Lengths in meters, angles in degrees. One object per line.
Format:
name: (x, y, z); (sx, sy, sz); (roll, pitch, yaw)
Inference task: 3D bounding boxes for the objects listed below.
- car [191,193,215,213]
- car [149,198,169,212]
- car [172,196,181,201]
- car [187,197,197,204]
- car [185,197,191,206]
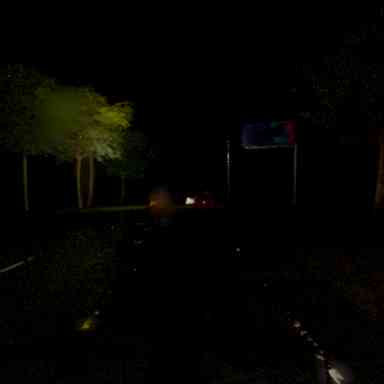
car: (1.192, 1.123, 35.405); (2.150, 2.045, 5.566); (0, 0, 0)
car: (-3.627, 1.385, 37.202); (1.882, 1.535, 5.008); (0, 0, 0)
car: (-3.573, 1.661, 77.895); (1.882, 1.535, 5.008); (0, -1, 0)
car: (-0.065, 1.700, 70.249); (1.994, 1.385, 4.181); (0, -1, 0)
car: (-0.051, 1.602, 54.244); (1.812, 1.442, 4.674); (0, -1, 0)
